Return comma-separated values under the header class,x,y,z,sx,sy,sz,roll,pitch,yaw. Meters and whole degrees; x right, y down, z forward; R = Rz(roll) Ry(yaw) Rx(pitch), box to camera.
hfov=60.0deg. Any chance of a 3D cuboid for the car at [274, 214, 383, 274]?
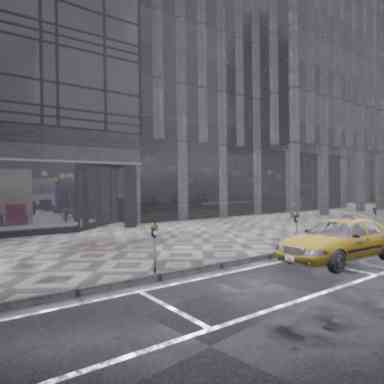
class,x,y,z,sx,sy,sz,roll,pitch,yaw
car,4.532,1.389,10.050,4.829,1.417,1.752,-1,0,-35
